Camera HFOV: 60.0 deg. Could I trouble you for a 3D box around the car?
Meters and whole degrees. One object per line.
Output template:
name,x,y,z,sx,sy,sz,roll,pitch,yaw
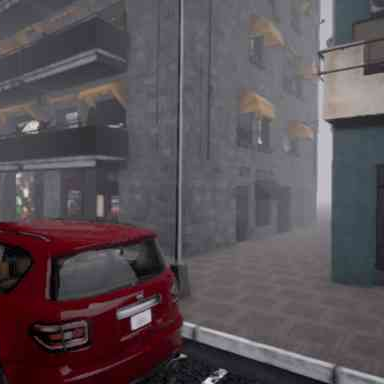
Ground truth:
car,-2.432,1.302,4.596,5.009,1.841,2.192,0,1,36
